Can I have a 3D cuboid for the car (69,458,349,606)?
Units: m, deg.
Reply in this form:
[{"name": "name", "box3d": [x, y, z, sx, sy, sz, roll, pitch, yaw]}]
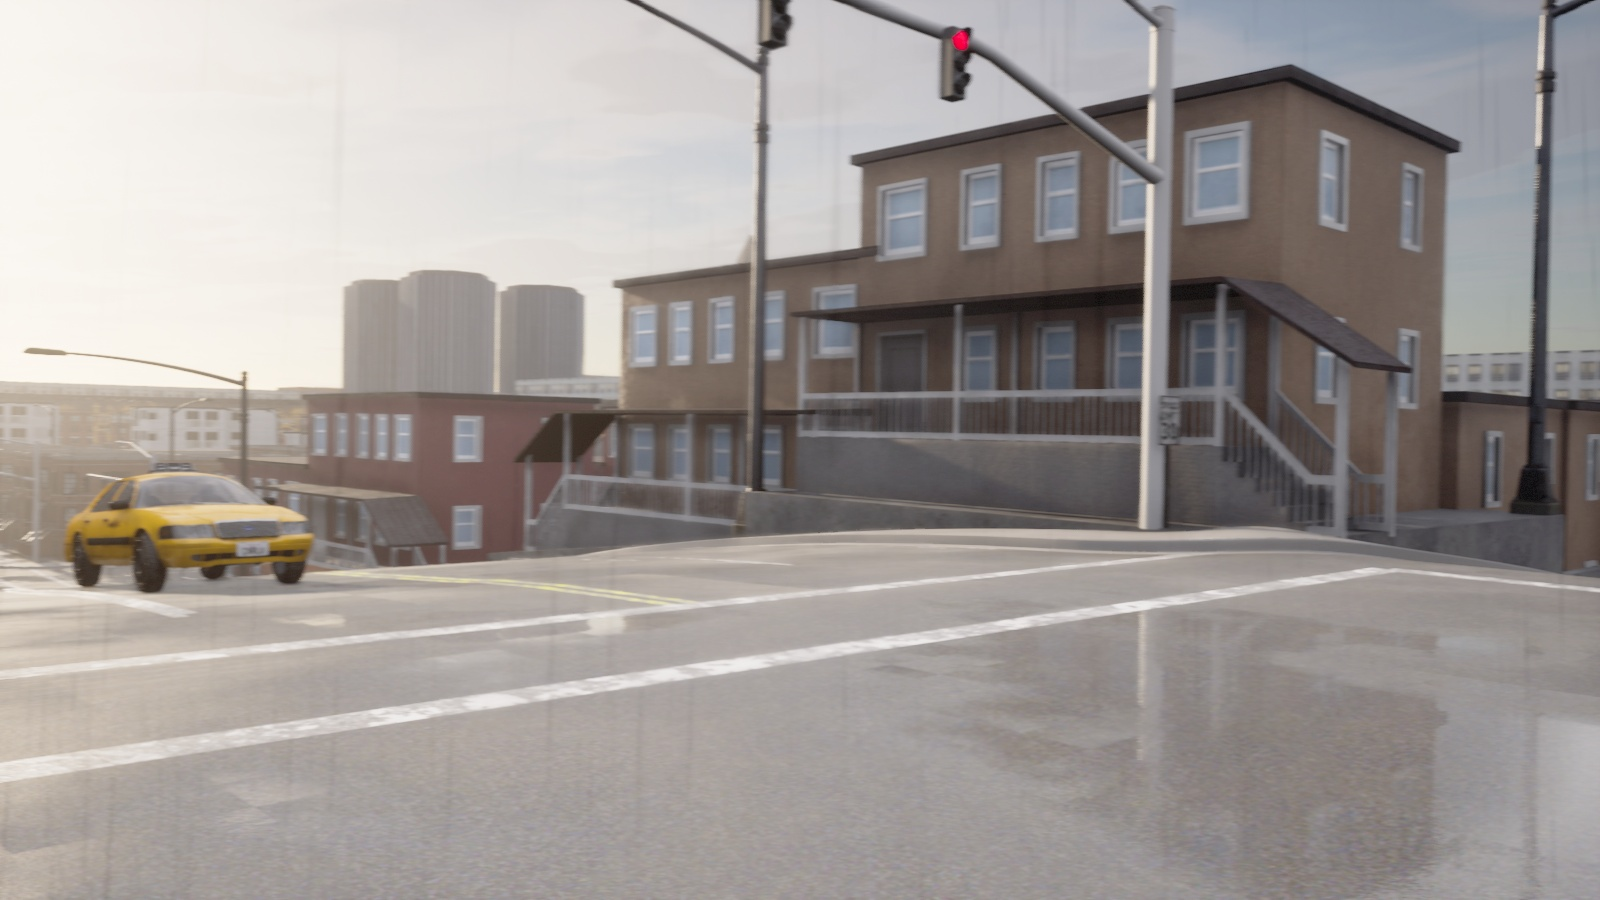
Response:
[{"name": "car", "box3d": [-7.813, 1.094, 16.271, 1.801, 1.575, 5.366, -1, -4, -42]}]
